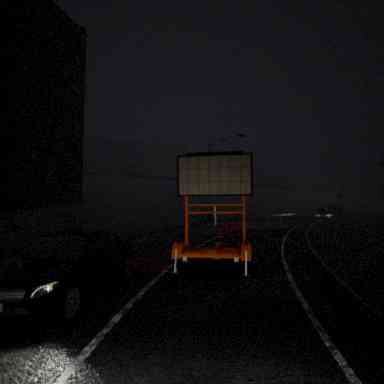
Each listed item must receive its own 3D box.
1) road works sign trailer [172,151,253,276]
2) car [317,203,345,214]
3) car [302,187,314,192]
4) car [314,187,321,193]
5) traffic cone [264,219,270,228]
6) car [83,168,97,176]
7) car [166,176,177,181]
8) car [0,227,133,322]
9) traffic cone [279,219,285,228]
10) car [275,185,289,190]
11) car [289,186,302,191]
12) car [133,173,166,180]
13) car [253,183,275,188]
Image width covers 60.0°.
[{"bbox_3d":[0.755,0.525,10.657,2.380,3.560,2.880,-1,-1,12],"label":"road works sign trailer"},{"bbox_3d":[19.323,2.254,46.260,5.008,1.535,1.882,1,-4,-39],"label":"car"},{"bbox_3d":[27.668,-0.391,83.356,4.553,1.767,2.185,4,-6,-42],"label":"car"},{"bbox_3d":[31.781,-0.178,87.168,5.566,2.045,2.435,5,-6,-43],"label":"car"},{"bbox_3d":[5.125,2.159,22.807,0.340,0.580,0.340,-2,-1,17],"label":"traffic cone"},{"bbox_3d":[-16.699,-2.866,50.420,4.553,1.767,2.185,2,-5,-33],"label":"car"},{"bbox_3d":[-2.934,-2.136,59.420,4.892,1.521,2.231,3,-5,-33],"label":"car"},{"bbox_3d":[-2.767,1.589,7.567,1.812,1.442,4.674,-1,-1,9],"label":"car"},{"bbox_3d":[6.081,2.130,22.523,0.340,0.580,0.340,-2,-1,17],"label":"traffic cone"},{"bbox_3d":[19.347,-0.811,76.086,4.674,1.452,2.002,4,-6,-39],"label":"car"},{"bbox_3d":[23.468,-0.576,79.601,4.892,1.521,2.231,4,-6,-40],"label":"car"},{"bbox_3d":[-7.547,-2.347,56.395,4.892,1.521,2.231,2,-5,-33],"label":"car"},{"bbox_3d":[15.075,-1.091,72.601,4.792,1.488,2.163,3,-6,-38],"label":"car"}]
